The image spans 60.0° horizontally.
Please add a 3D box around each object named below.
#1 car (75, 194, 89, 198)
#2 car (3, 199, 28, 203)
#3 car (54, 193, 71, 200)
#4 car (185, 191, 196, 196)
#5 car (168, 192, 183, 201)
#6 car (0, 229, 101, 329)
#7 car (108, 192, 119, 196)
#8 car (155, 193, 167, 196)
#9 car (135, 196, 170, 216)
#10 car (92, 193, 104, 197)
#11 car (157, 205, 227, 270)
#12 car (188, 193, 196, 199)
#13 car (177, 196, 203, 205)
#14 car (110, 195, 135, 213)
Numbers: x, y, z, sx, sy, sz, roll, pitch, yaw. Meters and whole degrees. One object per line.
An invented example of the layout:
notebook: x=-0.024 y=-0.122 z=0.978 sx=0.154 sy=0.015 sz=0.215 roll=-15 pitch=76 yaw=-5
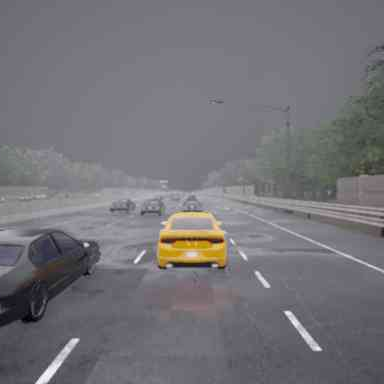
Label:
car: x=-24.482 y=1.061 z=74.506 sx=2.033 sy=1.411 sz=5.357 roll=0 pitch=0 yaw=0
car: x=-17.570 y=1.378 z=33.051 sx=2.033 sy=1.411 sz=5.357 roll=0 pitch=0 yaw=0
car: x=-27.982 y=0.990 z=71.901 sx=2.097 sy=1.767 sz=4.553 roll=0 pitch=0 yaw=0
car: x=0.018 y=1.190 z=69.993 sx=1.837 sy=1.490 sz=4.892 roll=0 pitch=0 yaw=0
car: x=-3.483 y=1.248 z=69.984 sx=1.994 sy=1.385 sz=4.181 roll=0 pitch=0 yaw=0
car: x=-3.498 y=1.499 z=7.021 sx=2.033 sy=1.411 sz=5.357 roll=0 pitch=0 yaw=0
car: x=-17.482 y=0.872 z=74.533 sx=2.097 sy=1.767 sz=4.553 roll=0 pitch=0 yaw=0
car: x=-6.983 y=1.199 z=69.943 sx=2.128 sy=1.511 sz=4.902 roll=0 pitch=0 yaw=0
car: x=-3.492 y=1.379 z=30.258 sx=2.033 sy=1.411 sz=5.357 roll=0 pitch=0 yaw=0
car: x=-20.982 y=1.044 z=74.505 sx=1.812 sy=1.442 sz=4.674 roll=0 pitch=0 yaw=0
car: x=0.004 y=1.403 z=10.784 sx=1.882 sy=1.535 sz=5.008 roll=0 pitch=0 yaw=0
car: x=0.024 y=1.092 z=93.935 sx=2.033 sy=1.411 sz=5.357 roll=0 pitch=0 yaw=0
car: x=0.007 y=1.376 z=30.257 sx=2.033 sy=1.411 sz=5.357 roll=0 pitch=0 yaw=0
car: x=-6.992 y=1.367 z=34.007 sx=2.033 sy=1.411 sz=5.357 roll=0 pitch=0 yaw=0
